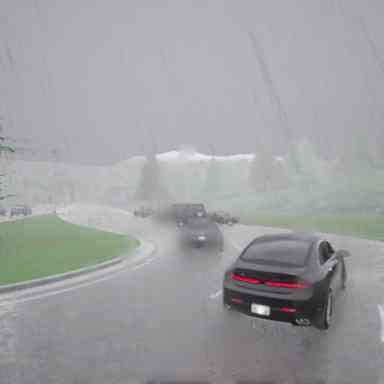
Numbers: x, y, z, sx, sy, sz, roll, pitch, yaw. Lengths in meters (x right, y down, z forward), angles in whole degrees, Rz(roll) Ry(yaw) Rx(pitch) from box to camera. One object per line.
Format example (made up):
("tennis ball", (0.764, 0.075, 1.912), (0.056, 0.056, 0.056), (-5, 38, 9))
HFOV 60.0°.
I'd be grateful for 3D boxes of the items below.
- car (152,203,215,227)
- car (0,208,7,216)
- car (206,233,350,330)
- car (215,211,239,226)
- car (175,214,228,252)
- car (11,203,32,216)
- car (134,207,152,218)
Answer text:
("car", (-0.874, 1.946, 27.666), (2.150, 2.045, 5.566), (1, -2, -34))
("car", (-30.495, 2.913, 51.650), (2.097, 1.767, 4.553), (0, -1, -15))
("car", (2.277, 1.687, 7.461), (1.837, 1.490, 4.892), (1, -1, 29))
("car", (1.986, 2.354, 29.605), (1.895, 1.301, 4.718), (1, -2, -33))
("car", (0.334, 1.984, 16.152), (1.994, 1.385, 4.181), (0, -1, -3))
("car", (-27.366, 2.812, 53.568), (2.150, 2.045, 5.566), (0, -2, -15))
("car", (-6.382, 2.689, 44.432), (2.128, 1.511, 4.902), (0, -1, -26))
